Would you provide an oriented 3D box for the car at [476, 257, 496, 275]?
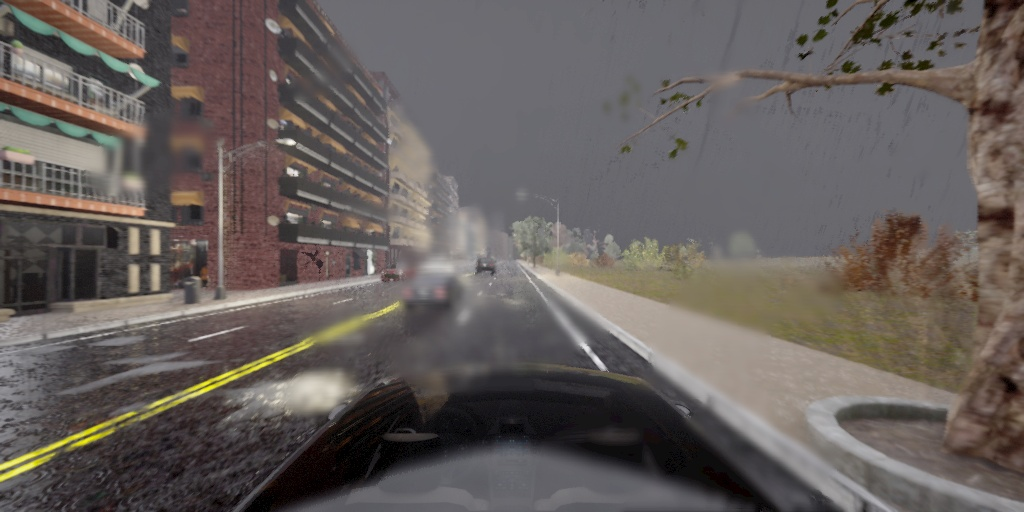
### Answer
[{"bbox_3d":[-3.161,1.193,44.409,2.150,2.045,5.566,-1,0,0],"label":"car"}]

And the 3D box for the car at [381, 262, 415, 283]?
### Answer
[{"bbox_3d":[-9.847,1.366,31.531,2.097,1.767,4.553,-1,0,0],"label":"car"}]

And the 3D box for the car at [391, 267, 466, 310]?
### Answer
[{"bbox_3d":[-3.164,1.400,15.348,2.033,1.411,5.357,-1,0,0],"label":"car"}]

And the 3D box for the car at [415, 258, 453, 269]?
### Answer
[{"bbox_3d":[-6.600,1.192,31.877,2.150,2.045,5.566,-1,0,0],"label":"car"}]
